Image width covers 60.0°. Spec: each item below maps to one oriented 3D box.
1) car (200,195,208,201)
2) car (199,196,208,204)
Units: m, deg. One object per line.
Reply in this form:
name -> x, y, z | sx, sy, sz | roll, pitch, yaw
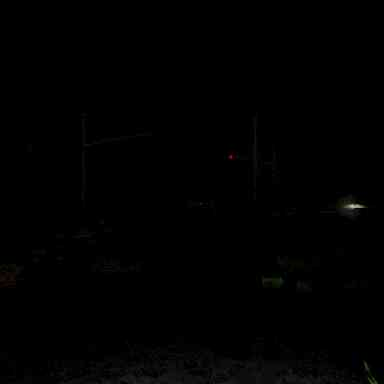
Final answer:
car -> 3.046, 1.581, 82.579 | 1.994, 1.385, 4.181 | 0, 0, 3
car -> 2.294, 1.572, 67.122 | 2.033, 1.411, 5.357 | 0, 0, 3
